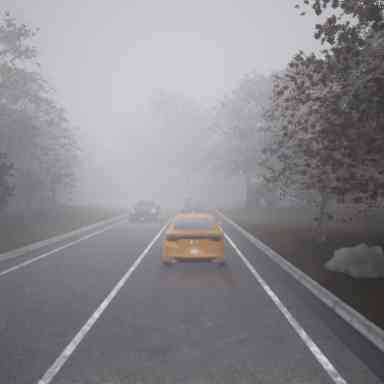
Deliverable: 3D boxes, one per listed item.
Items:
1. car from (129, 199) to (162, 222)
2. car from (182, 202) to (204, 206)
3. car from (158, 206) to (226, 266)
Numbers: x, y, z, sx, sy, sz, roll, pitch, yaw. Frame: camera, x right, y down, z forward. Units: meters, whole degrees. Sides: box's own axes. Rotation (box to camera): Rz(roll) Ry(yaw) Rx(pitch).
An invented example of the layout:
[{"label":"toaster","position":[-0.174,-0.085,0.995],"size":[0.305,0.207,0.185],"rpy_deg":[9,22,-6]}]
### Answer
[{"label":"car","position":[-3.581,1.357,26.326],"size":[2.097,1.767,4.553],"rpy_deg":[0,0,0]},{"label":"car","position":[0.090,1.569,29.235],"size":[1.994,1.385,4.181],"rpy_deg":[0,0,0]},{"label":"car","position":[0.078,1.480,11.643],"size":[1.882,1.535,5.008],"rpy_deg":[0,0,0]}]
